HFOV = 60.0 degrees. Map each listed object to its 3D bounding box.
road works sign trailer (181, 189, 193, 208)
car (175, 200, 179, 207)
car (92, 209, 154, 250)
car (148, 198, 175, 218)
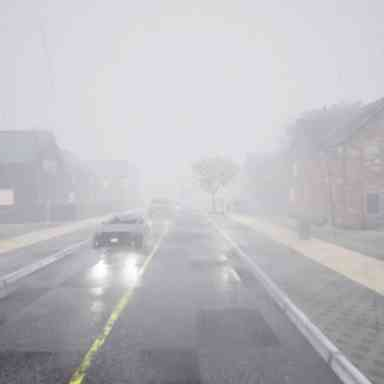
[{"bbox_3d":[-0.895,1.206,64.232,2.380,3.560,2.880,-1,0,-1],"label":"road works sign trailer"},{"bbox_3d":[-3.693,2.388,69.409,1.994,1.385,4.181,0,-1,-1],"label":"car"},{"bbox_3d":[-3.032,1.703,14.929,1.994,1.385,4.181,0,0,-1],"label":"car"},{"bbox_3d":[-3.211,1.604,34.571,2.150,2.045,5.566,0,-1,-1],"label":"car"}]
